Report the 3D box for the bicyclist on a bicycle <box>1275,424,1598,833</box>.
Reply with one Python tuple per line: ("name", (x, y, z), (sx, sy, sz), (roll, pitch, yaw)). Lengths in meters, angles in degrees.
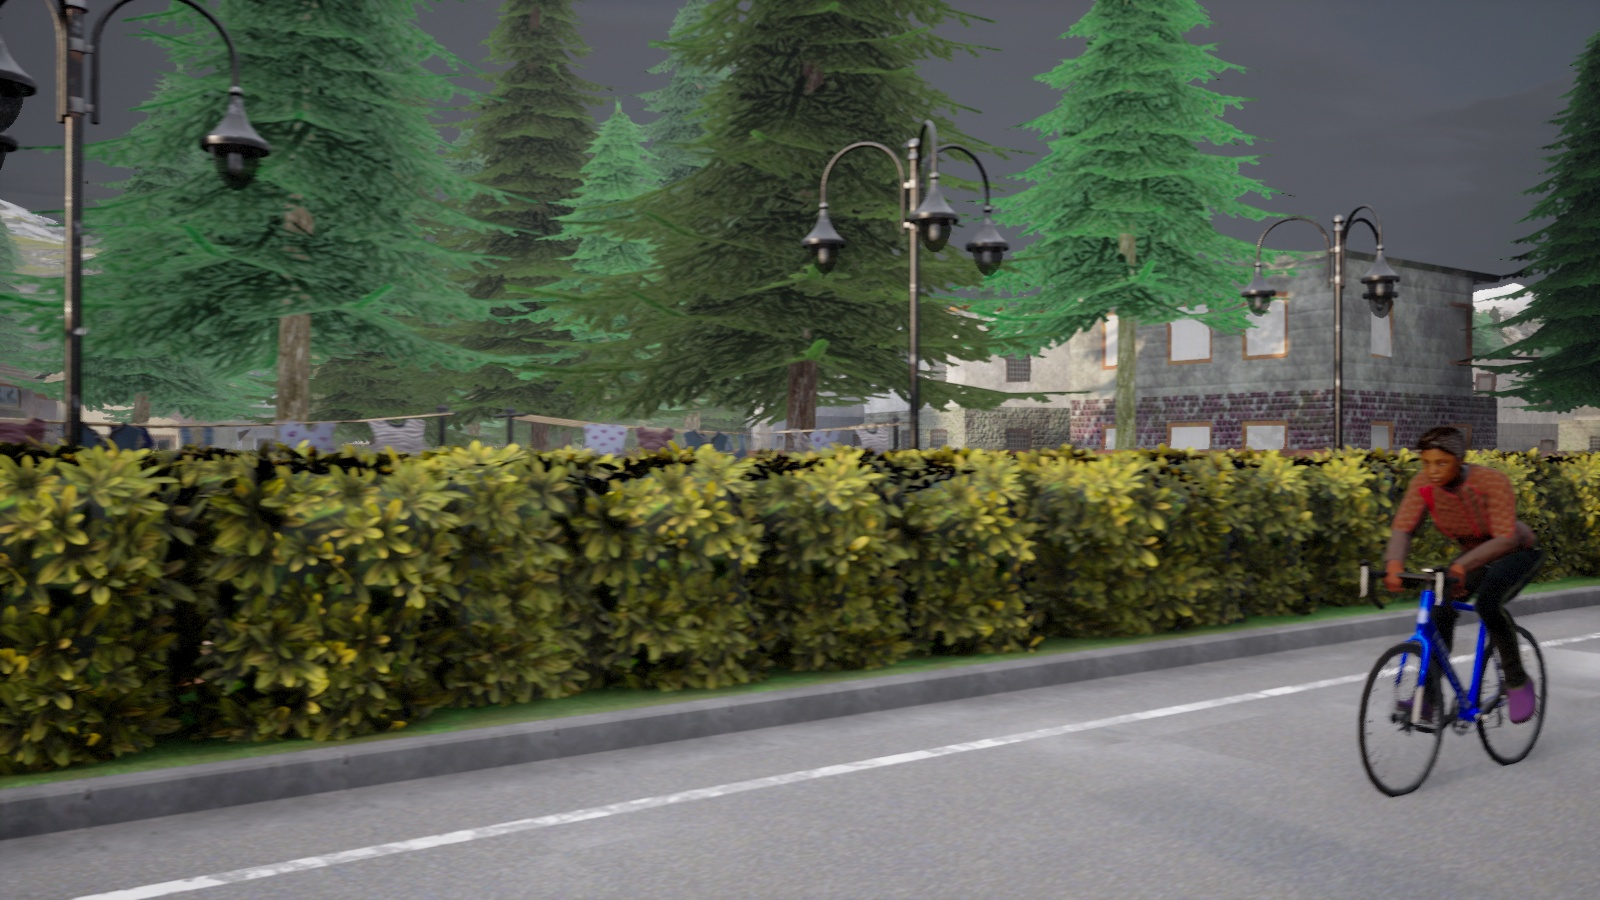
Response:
("bicyclist on a bicycle", (2.912, 0.705, 5.685), (1.656, 1.620, 0.582), (0, 0, -35))
